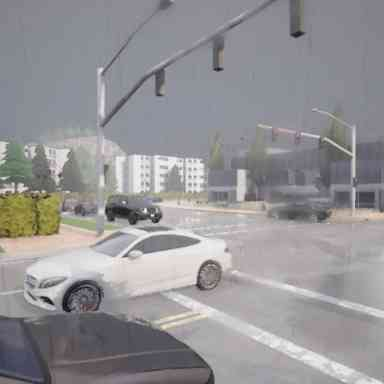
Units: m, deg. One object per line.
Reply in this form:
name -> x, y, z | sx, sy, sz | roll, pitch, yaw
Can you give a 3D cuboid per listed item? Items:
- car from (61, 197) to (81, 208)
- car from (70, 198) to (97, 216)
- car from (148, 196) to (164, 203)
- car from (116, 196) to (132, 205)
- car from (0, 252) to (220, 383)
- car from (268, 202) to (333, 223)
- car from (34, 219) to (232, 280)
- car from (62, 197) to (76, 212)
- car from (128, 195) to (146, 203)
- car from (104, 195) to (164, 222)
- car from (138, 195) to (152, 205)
car -> -17.857, 1.502, 49.302 | 2.128, 1.511, 4.902 | 0, 0, -13
car -> -9.967, 1.572, 32.116 | 1.994, 1.385, 4.181 | 0, 0, -34
car -> -7.586, 1.582, 70.606 | 1.994, 1.385, 4.181 | 0, 0, 17
car -> -12.024, 1.510, 58.870 | 2.128, 1.511, 4.902 | 0, 0, -4
car -> -2.343, 1.547, 2.094 | 5.357, 1.411, 2.033 | 0, 0, -35
car -> 8.261, 1.522, 25.678 | 4.892, 1.490, 1.837 | 0, 3, 38
car -> -1.160, 1.528, 7.470 | 4.674, 1.442, 1.812 | 0, 0, -36
car -> -14.440, 1.534, 39.688 | 1.812, 1.442, 4.674 | 0, 0, -24
car -> -11.341, 1.500, 68.902 | 1.882, 1.535, 5.008 | 0, 0, 14
car -> -4.427, 1.229, 24.513 | 2.150, 2.045, 5.566 | 0, 0, -40
car -> -8.568, 1.373, 60.720 | 2.097, 1.767, 4.553 | 0, 0, -2
